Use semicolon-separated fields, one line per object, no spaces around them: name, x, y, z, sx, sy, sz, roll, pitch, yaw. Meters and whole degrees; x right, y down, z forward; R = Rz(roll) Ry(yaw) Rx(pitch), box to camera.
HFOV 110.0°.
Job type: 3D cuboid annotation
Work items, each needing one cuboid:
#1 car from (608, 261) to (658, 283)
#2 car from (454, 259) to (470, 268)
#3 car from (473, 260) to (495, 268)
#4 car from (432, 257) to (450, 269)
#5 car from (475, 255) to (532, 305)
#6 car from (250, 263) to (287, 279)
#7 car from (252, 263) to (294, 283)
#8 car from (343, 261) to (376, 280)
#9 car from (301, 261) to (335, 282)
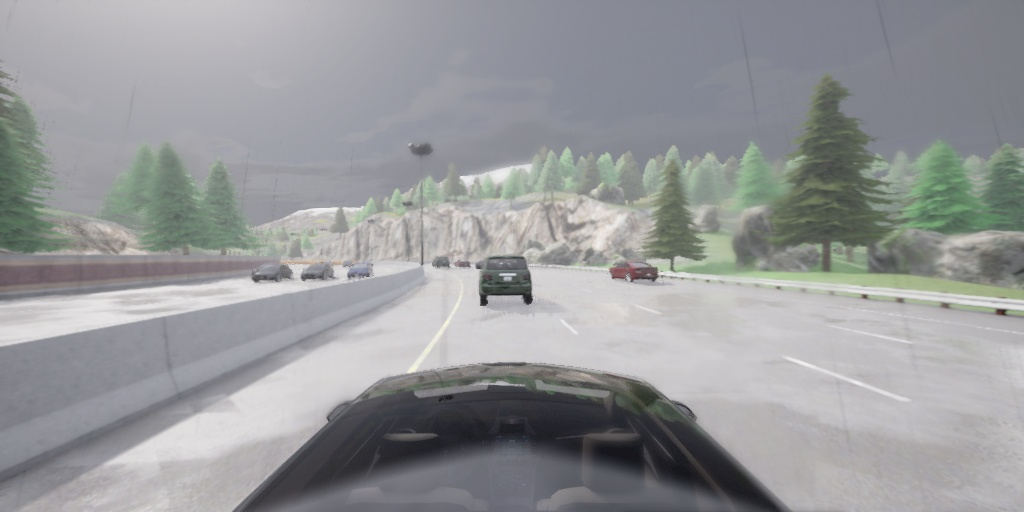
car;8.845;1.120;26.608;1.882;1.535;5.008;0;0;-9
car;-8.859;1.332;63.403;1.882;1.535;5.008;0;0;-23
car;-5.008;1.355;64.036;2.033;1.411;5.357;-1;0;-26
car;-12.513;1.120;63.074;2.150;2.045;5.566;0;0;-24
car;-0.456;0.976;16.484;2.150;2.045;5.566;0;0;-6
car;-26.471;1.571;39.163;1.837;1.490;4.892;-1;0;-16
car;-20.923;1.503;31.580;1.837;1.490;4.892;-1;1;-13
car;-14.319;1.446;34.136;1.812;1.442;4.674;-1;0;-13
car;-17.567;1.463;32.613;1.837;1.490;4.892;-1;1;-13
